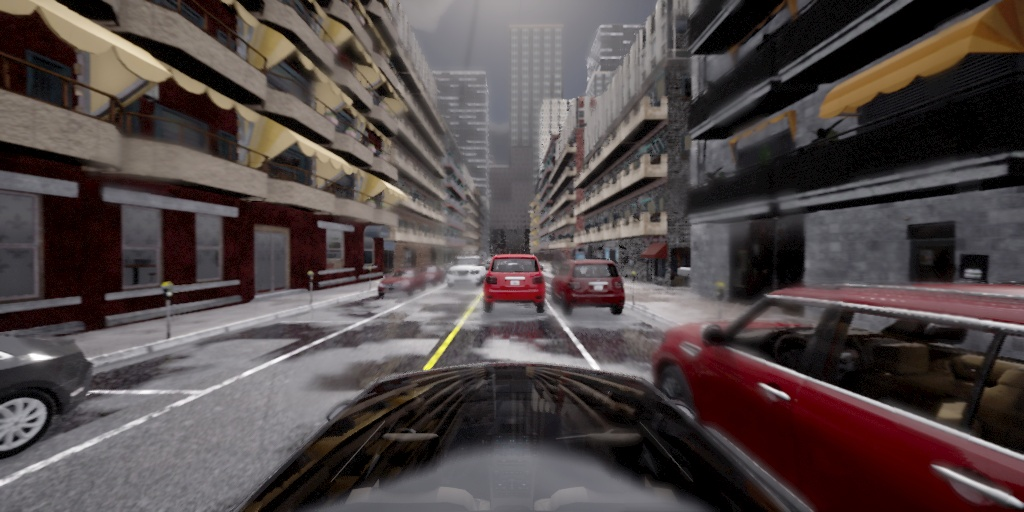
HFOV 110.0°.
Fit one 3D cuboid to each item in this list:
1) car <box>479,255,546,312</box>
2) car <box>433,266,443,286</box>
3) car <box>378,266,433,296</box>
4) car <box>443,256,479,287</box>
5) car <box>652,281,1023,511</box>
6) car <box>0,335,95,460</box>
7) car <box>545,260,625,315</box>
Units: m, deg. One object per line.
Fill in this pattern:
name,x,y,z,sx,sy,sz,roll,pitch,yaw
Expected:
car,0.096,0.971,14.357,2.150,2.045,5.566,0,0,0
car,-5.698,1.331,24.695,1.802,1.307,4.207,0,0,0
car,-5.697,1.331,19.093,1.802,1.307,4.207,0,0,0
car,-3.007,1.030,24.723,2.150,2.045,5.566,0,0,0
car,2.688,1.065,2.261,2.192,1.841,5.009,0,0,0
car,-5.699,1.300,2.287,2.007,1.370,4.403,0,0,0
car,2.686,1.064,13.465,2.192,1.841,5.009,0,0,0
